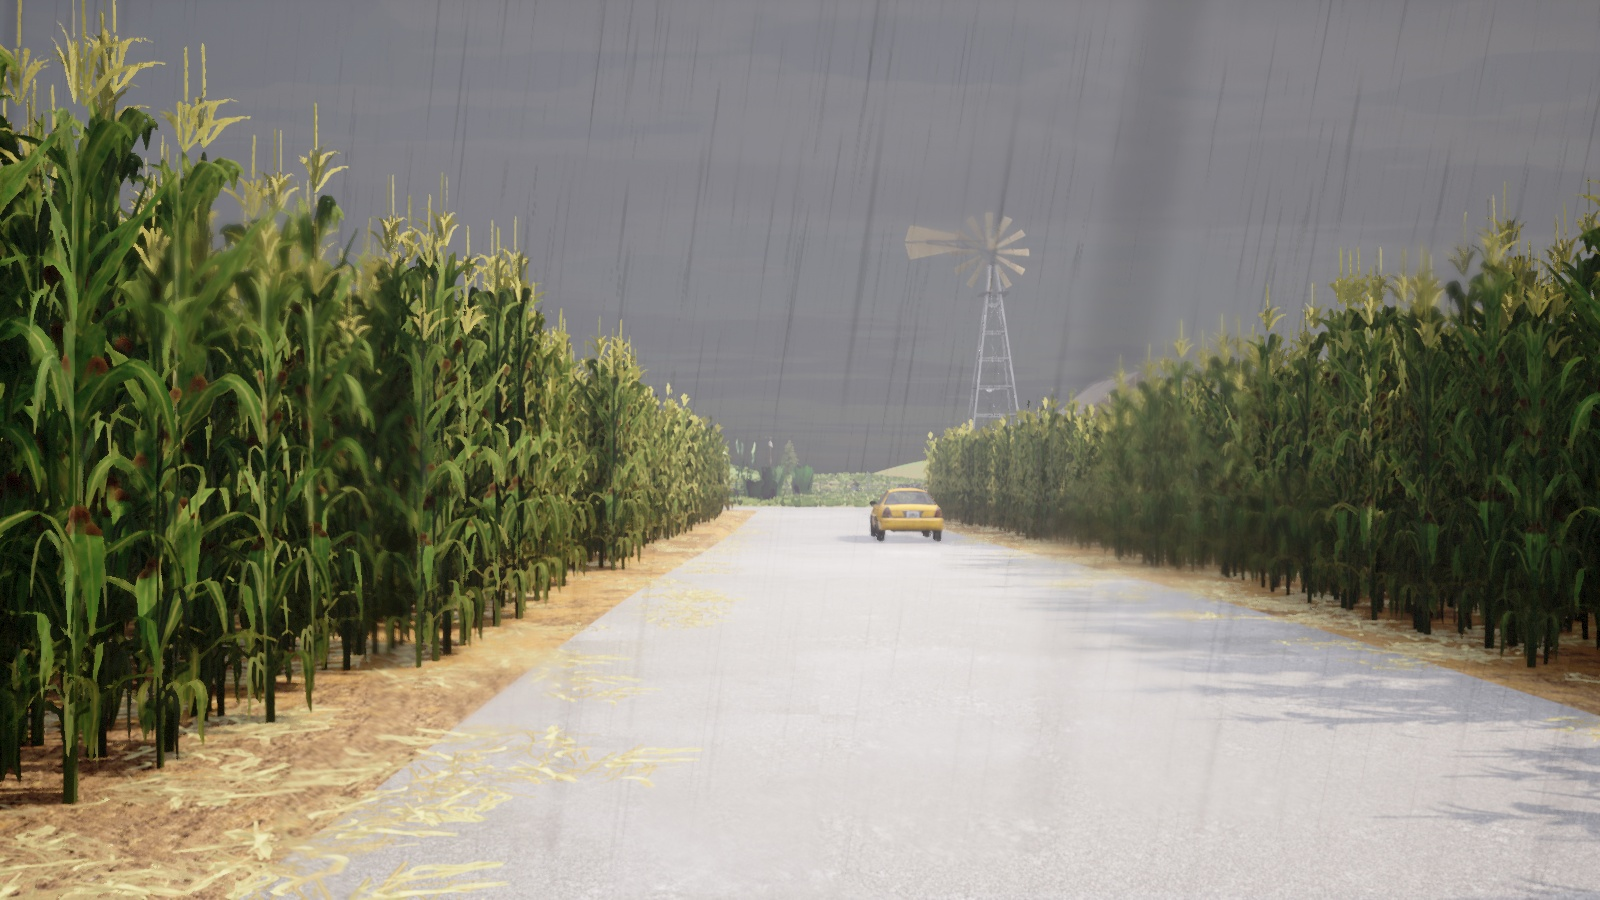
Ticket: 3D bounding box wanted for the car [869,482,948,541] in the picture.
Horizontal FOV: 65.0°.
[{"bbox_3d":[3.021,1.710,36.006,1.801,1.575,5.366,0,-2,0],"label":"car"}]
